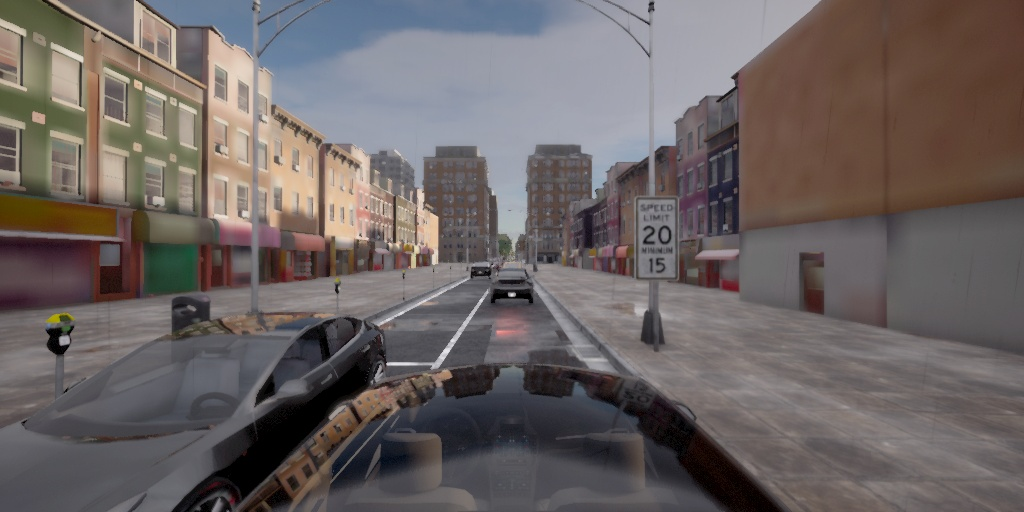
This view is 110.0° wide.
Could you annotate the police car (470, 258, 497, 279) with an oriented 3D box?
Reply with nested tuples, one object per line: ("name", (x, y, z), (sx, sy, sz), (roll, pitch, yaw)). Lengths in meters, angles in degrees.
("police car", (-2.750, 1.212, 33.617), (1.930, 1.638, 5.238), (0, 0, 0))

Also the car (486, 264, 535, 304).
("car", (0.000, 1.276, 16.500), (1.837, 1.490, 4.892), (0, 0, 0))

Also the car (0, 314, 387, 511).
("car", (-2.637, 1.315, 3.509), (1.948, 1.339, 4.313), (0, 0, 0))

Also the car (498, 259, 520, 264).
("car", (0.000, 1.268, 31.501), (1.882, 1.535, 5.008), (0, 0, 0))

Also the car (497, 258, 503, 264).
("car", (-2.637, 1.140, 48.416), (2.192, 1.841, 5.009), (0, 0, 0))
